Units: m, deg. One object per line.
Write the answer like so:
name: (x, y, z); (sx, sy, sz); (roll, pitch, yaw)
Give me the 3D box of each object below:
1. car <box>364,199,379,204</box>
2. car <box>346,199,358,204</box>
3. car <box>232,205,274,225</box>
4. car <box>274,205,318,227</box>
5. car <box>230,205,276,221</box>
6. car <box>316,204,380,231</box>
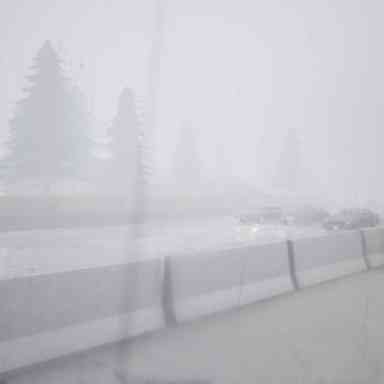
car: (31.396, 1.950, 58.081); (1.837, 1.490, 4.892); (-1, 0, 32)
car: (31.037, 2.042, 64.386); (1.994, 1.385, 4.181); (-1, -1, 31)
car: (5.766, 1.802, 26.885); (4.892, 1.490, 1.837); (0, -1, -43)
car: (8.532, 1.738, 24.689); (4.902, 1.511, 2.128); (0, -1, -43)
car: (5.880, 1.960, 31.798); (4.718, 1.301, 1.895); (0, -1, -44)
car: (10.510, 1.738, 21.701); (5.357, 1.411, 2.033); (0, -1, -43)
